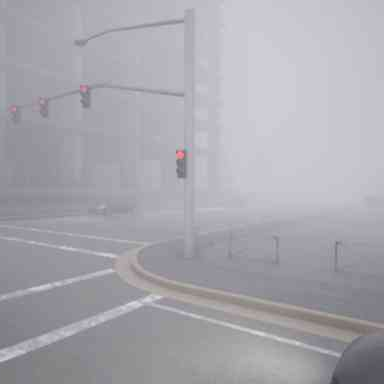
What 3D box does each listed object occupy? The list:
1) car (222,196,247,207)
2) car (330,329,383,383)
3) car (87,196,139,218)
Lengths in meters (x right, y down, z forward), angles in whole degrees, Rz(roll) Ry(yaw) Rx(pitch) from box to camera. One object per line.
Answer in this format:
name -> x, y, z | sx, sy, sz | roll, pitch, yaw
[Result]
car -> 6.013, 1.330, 46.703 | 2.128, 1.511, 4.902 | 0, 0, 36
car -> 3.267, 1.513, 1.627 | 4.892, 1.490, 1.837 | 0, 0, 36
car -> -6.773, 1.191, 28.723 | 2.097, 1.767, 4.553 | 0, 0, 35
